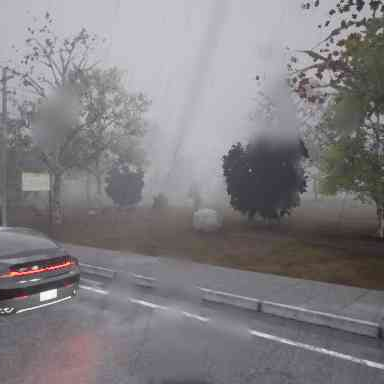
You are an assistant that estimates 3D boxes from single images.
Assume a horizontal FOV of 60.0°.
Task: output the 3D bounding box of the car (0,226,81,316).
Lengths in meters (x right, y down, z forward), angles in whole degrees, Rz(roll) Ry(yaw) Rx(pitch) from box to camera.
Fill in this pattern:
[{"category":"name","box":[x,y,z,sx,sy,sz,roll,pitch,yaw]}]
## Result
[{"category":"car","box":[-4.375,1.505,7.111,4.892,1.490,1.837,0,0,37]}]
